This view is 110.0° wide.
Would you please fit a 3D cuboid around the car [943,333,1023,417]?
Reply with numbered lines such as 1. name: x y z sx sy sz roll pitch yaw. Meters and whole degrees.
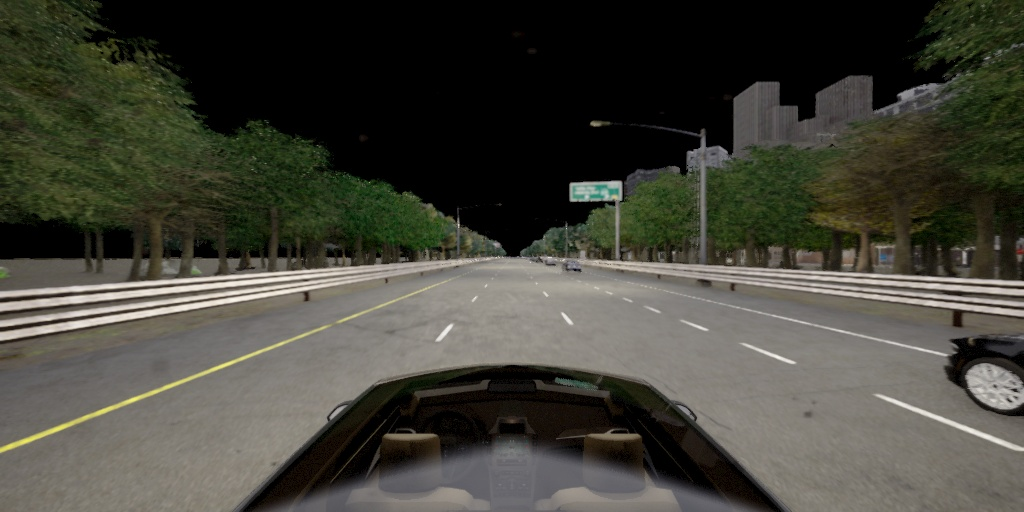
1. car: 6.999 1.246 2.909 1.882 1.535 5.008 0 0 0

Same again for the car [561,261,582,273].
1. car: 7.082 1.279 43.150 2.033 1.411 5.357 0 0 0
